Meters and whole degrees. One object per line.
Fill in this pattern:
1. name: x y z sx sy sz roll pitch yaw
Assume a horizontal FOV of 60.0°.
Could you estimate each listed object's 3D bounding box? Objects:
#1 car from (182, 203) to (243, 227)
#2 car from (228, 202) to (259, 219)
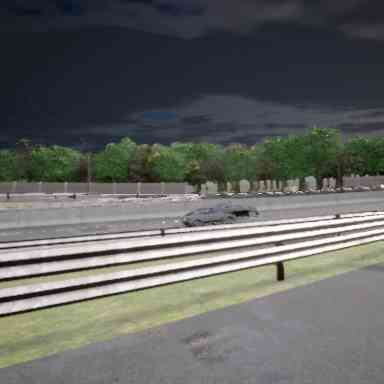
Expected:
1. car: 1.310 1.897 25.355 4.181 1.385 1.994 -2 2 -22
2. car: 3.696 1.686 30.075 4.902 1.511 2.128 -2 2 -22
